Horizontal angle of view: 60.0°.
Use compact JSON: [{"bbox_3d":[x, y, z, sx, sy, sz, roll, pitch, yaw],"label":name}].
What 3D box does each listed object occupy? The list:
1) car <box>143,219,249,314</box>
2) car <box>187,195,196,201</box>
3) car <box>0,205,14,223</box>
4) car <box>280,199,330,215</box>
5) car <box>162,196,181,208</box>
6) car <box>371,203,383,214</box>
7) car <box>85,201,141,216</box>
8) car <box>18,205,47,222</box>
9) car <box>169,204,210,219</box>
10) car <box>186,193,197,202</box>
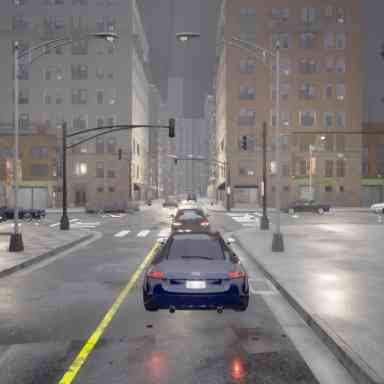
[{"bbox_3d":[0.084,1.564,7.725,1.994,1.385,4.181,0,0,0],"label":"car"},{"bbox_3d":[-0.103,1.583,86.624,2.128,1.511,4.902,0,0,0],"label":"car"},{"bbox_3d":[-15.221,1.616,23.124,4.181,1.385,1.994,0,0,0],"label":"car"},{"bbox_3d":[11.161,1.450,33.236,4.892,1.490,1.837,0,0,0],"label":"car"},{"bbox_3d":[-3.083,1.372,48.220,2.097,1.767,4.553,0,0,0],"label":"car"},{"bbox_3d":[20.423,1.439,33.289,4.674,1.442,1.812,0,0,-1],"label":"car"},{"bbox_3d":[-7.818,1.567,33.153,5.357,1.411,2.033,0,0,-27],"label":"car"},{"bbox_3d":[-14.150,1.648,26.379,4.718,1.301,1.895,0,0,0],"label":"car"},{"bbox_3d":[-0.085,1.525,16.469,1.812,1.442,4.674,0,0,-1],"label":"car"},{"bbox_3d":[-0.070,1.275,76.236,2.150,2.045,5.566,0,0,0],"label":"car"}]
